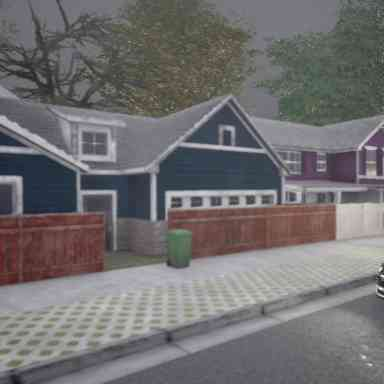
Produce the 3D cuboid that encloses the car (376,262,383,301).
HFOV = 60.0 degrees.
[{"bbox_3d":[5.793,1.503,6.961,4.892,1.490,1.837,0,0,-34],"label":"car"}]
